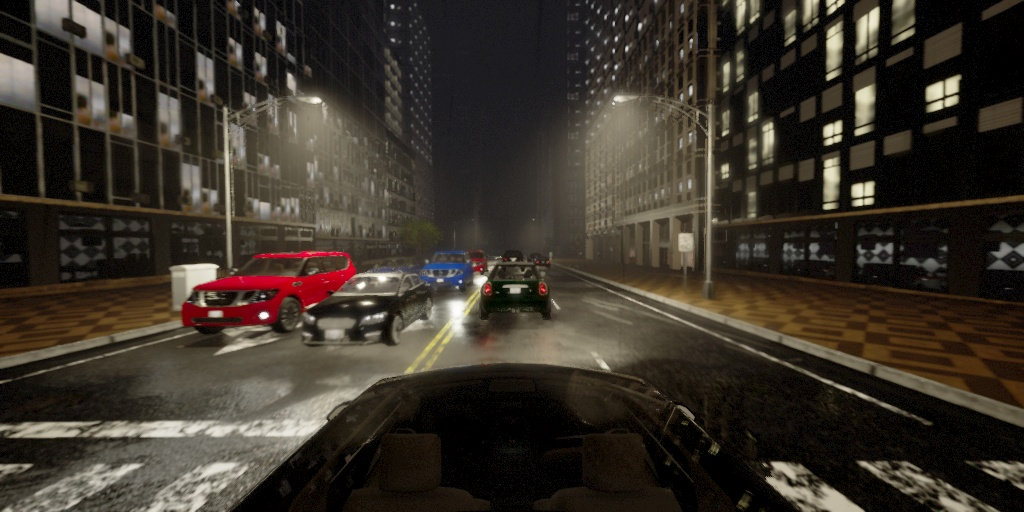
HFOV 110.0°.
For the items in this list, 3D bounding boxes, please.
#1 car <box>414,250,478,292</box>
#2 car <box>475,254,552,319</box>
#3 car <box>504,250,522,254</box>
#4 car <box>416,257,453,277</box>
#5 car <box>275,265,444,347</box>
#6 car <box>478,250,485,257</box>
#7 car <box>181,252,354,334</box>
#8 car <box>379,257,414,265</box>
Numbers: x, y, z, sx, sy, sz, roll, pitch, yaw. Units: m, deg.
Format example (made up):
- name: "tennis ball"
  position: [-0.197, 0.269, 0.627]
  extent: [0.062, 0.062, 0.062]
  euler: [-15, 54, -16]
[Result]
- name: "car"
  position: [-3.321, 0.728, 19.363]
  extent: [2.150, 2.045, 5.566]
  euler: [0, 1, 0]
- name: "car"
  position: [0.099, 0.959, 12.224]
  extent: [2.097, 1.767, 4.553]
  euler: [0, 1, 0]
- name: "car"
  position: [0.116, 0.437, 35.290]
  extent: [2.150, 2.045, 5.566]
  euler: [0, 1, 0]
- name: "car"
  position: [-6.488, 0.881, 30.619]
  extent: [2.033, 1.411, 5.357]
  euler: [0, 1, 0]
- name: "car"
  position: [-3.347, 1.169, 9.205]
  extent: [2.128, 1.511, 4.902]
  euler: [0, 1, 0]
- name: "car"
  position: [-3.240, 0.546, 30.062]
  extent: [2.150, 2.045, 5.566]
  euler: [0, 1, 0]
- name: "car"
  position: [-6.601, 0.892, 10.736]
  extent: [2.150, 2.045, 5.566]
  euler: [0, 1, 0]
- name: "car"
  position: [-6.558, 0.861, 20.334]
  extent: [2.097, 1.767, 4.553]
  euler: [0, 1, 0]
